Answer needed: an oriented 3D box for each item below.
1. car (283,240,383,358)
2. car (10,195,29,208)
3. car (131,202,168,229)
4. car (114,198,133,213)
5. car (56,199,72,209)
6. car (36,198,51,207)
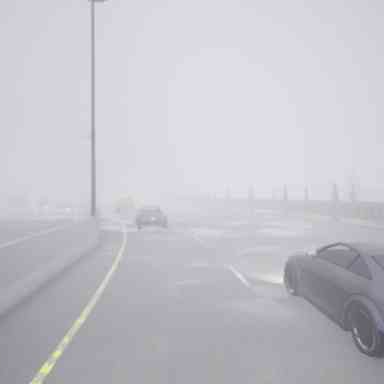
[{"bbox_3d":[3.191,1.563,6.048,1.994,1.385,4.181,0,0,-4],"label":"car"},{"bbox_3d":[-27.729,1.438,53.616,2.150,2.045,5.566,0,0,-18],"label":"car"},{"bbox_3d":[-2.838,1.620,22.402,1.994,1.385,4.181,0,0,-13],"label":"car"},{"bbox_3d":[-8.039,1.462,39.503,2.097,1.767,4.553,0,0,-18],"label":"car"},{"bbox_3d":[-18.781,1.736,48.940,1.994,1.385,4.181,0,0,-18],"label":"car"},{"bbox_3d":[-24.435,1.710,54.792,1.837,1.490,4.892,0,0,-18],"label":"car"}]
